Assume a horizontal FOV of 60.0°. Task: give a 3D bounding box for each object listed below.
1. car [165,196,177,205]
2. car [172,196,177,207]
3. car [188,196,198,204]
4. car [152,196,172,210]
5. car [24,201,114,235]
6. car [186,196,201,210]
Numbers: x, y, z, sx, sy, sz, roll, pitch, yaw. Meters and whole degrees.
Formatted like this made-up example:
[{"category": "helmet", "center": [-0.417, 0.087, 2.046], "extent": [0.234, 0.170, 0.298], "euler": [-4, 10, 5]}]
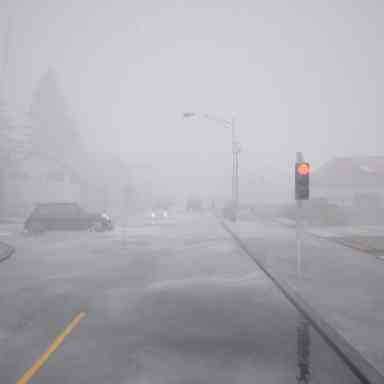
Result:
[{"category": "car", "center": [-3.879, 1.500, 62.353], "extent": [1.882, 1.535, 5.008], "euler": [0, 0, 1]}, {"category": "car", "center": [-3.943, 1.371, 52.281], "extent": [2.097, 1.767, 4.553], "euler": [0, 0, 0]}, {"category": "car", "center": [0.252, 1.643, 70.598], "extent": [2.128, 1.511, 4.902], "euler": [0, 0, 0]}, {"category": "car", "center": [-3.978, 1.520, 42.238], "extent": [1.837, 1.490, 4.892], "euler": [0, 0, 0]}, {"category": "car", "center": [-6.723, 1.358, 18.586], "extent": [4.553, 1.767, 2.097], "euler": [0, 0, -11]}, {"category": "car", "center": [0.230, 1.507, 43.341], "extent": [2.128, 1.511, 4.902], "euler": [0, 0, 0]}]
